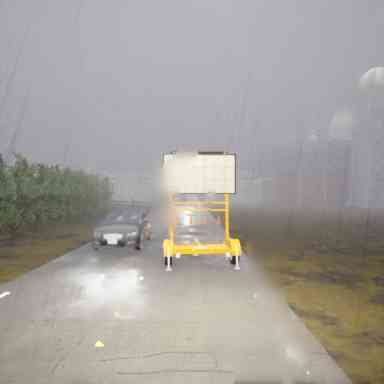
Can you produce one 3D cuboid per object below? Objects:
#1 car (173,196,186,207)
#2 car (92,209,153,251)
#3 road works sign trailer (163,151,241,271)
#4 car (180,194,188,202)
[{"bbox_3d":[-2.604,1.818,57.475,1.994,1.385,4.181,0,0,0],"label":"car"},{"bbox_3d":[-2.793,1.504,14.177,2.128,1.511,4.902,0,0,0],"label":"car"},{"bbox_3d":[0.233,0.471,11.020,2.380,3.560,2.880,0,0,-4],"label":"road works sign trailer"},{"bbox_3d":[-2.389,1.694,90.715,2.150,2.045,5.566,0,-1,0],"label":"car"}]
